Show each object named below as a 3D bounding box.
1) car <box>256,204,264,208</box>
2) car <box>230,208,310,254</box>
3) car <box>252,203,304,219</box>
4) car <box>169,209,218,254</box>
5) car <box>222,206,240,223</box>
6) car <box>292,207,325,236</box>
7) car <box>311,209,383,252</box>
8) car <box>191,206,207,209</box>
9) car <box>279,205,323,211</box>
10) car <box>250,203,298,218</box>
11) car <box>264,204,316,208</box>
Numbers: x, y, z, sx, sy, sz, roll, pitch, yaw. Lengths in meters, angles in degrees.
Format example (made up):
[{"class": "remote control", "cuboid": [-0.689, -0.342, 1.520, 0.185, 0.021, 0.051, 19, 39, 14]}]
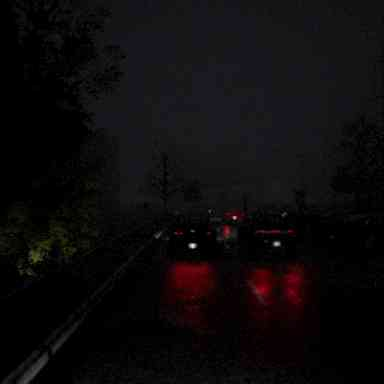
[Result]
[{"class": "car", "cuboid": [8.669, 1.920, 29.311, 5.008, 1.535, 2.097, 1, -1, -16]}, {"class": "car", "cuboid": [3.066, 1.674, 14.286, 2.128, 1.511, 4.902, 0, -1, 1]}, {"class": "car", "cuboid": [9.081, 2.032, 35.203, 4.892, 1.521, 2.231, 1, -1, -15]}, {"class": "car", "cuboid": [0.066, 1.687, 14.320, 1.837, 1.490, 4.892, 0, 0, 1]}, {"class": "car", "cuboid": [3.628, 1.949, 29.348, 1.812, 1.442, 4.674, 0, -1, 4]}, {"class": "car", "cuboid": [8.169, 1.718, 17.510, 4.892, 1.521, 2.231, 1, -1, -18]}, {"class": "car", "cuboid": [8.111, 1.671, 14.552, 4.892, 1.521, 2.231, 1, -1, -19]}, {"class": "car", "cuboid": [0.599, 1.954, 29.089, 2.033, 1.411, 5.357, 0, -1, 3]}, {"class": "car", "cuboid": [8.252, 1.767, 20.465, 4.892, 1.521, 2.231, 1, -1, -18]}, {"class": "car", "cuboid": [9.367, 2.119, 38.155, 4.792, 1.488, 2.163, 1, -1, -15]}, {"class": "car", "cuboid": [8.541, 1.743, 26.372, 4.553, 1.767, 2.185, 1, -1, -17]}]
